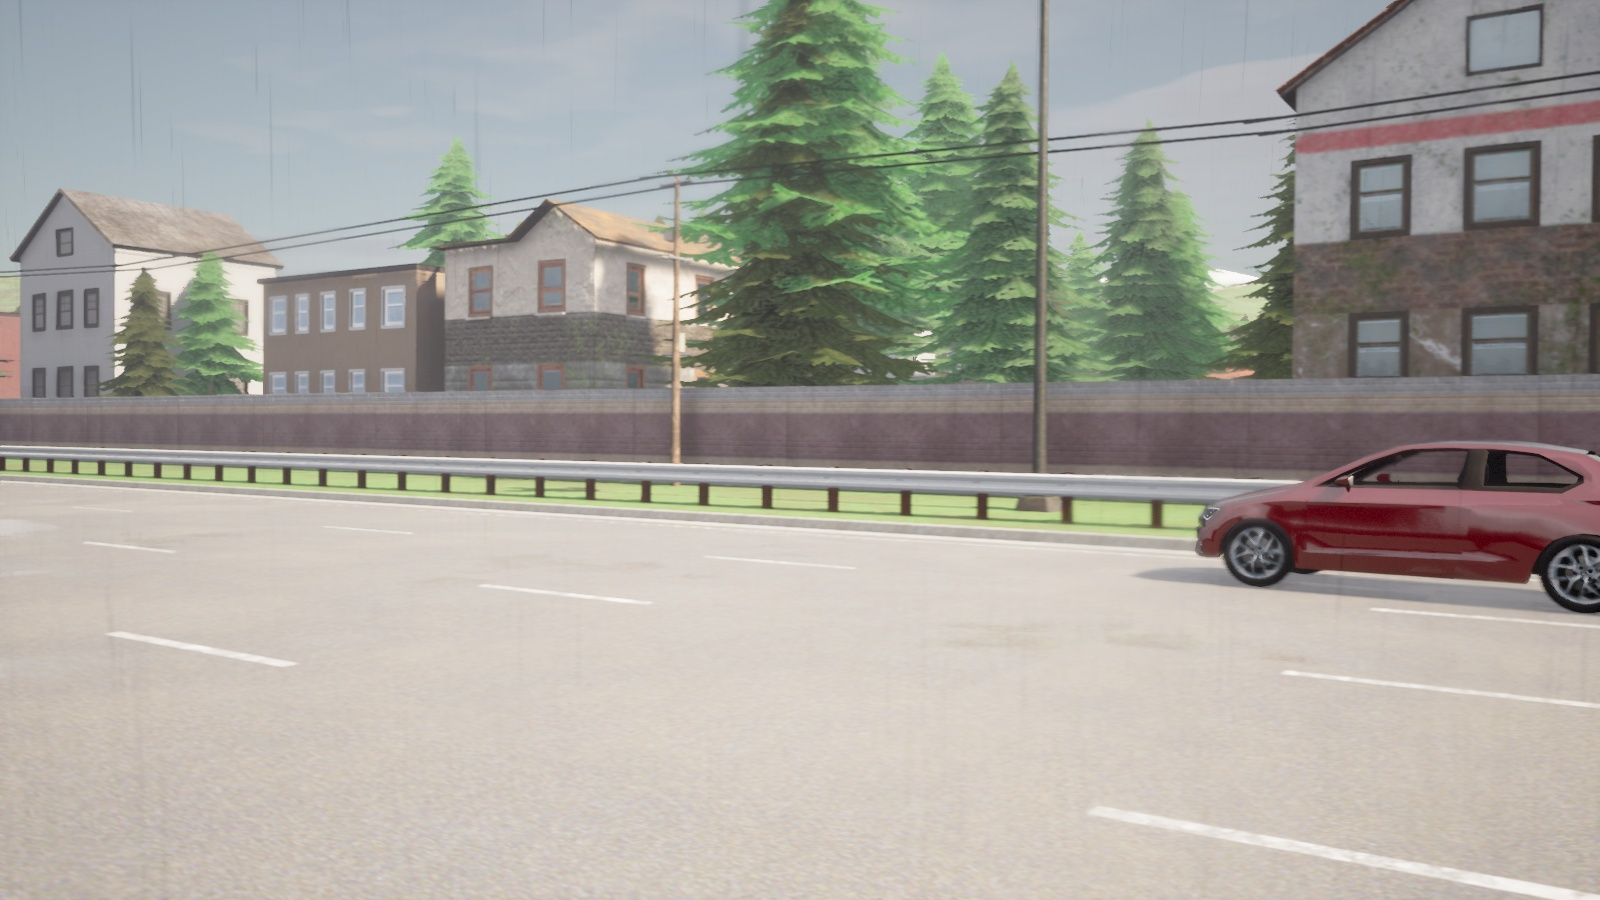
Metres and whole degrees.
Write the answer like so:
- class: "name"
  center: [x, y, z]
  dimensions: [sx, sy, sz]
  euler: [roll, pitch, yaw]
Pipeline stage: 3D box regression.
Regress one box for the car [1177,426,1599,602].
- class: "car"
  center: [6.033, 0.524, 12.155]
  dimensions: [4.193, 1.474, 1.816]
  euler: [0, 1, 37]
